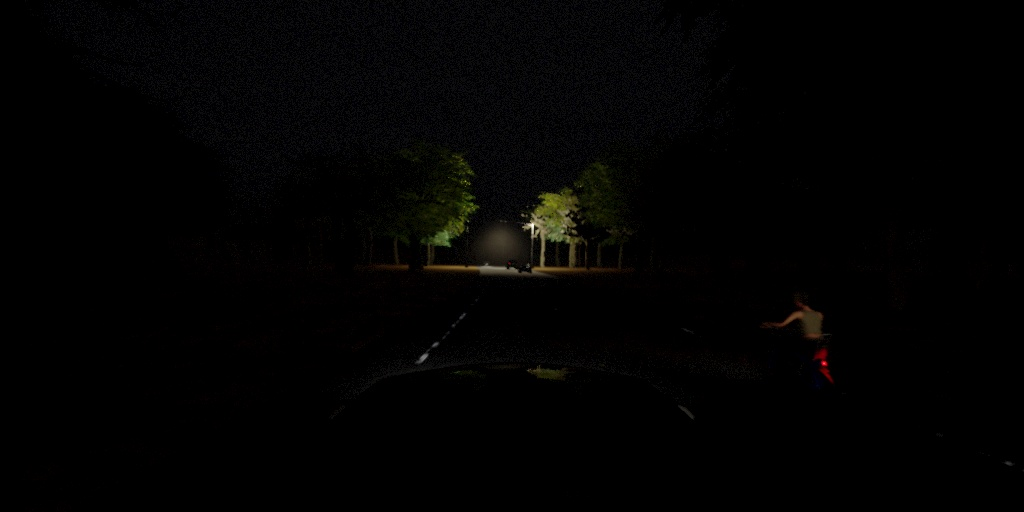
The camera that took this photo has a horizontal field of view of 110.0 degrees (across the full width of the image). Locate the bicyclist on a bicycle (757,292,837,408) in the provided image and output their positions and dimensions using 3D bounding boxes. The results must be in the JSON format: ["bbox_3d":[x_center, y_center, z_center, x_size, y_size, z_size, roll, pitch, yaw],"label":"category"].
[{"bbox_3d":[4.431,1.351,5.610,0.866,1.612,1.509,2,0,1],"label":"bicyclist on a bicycle"}]

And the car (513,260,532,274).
[{"bbox_3d":[1.914,1.877,55.388,2.128,1.511,4.902,1,0,-5],"label":"car"}]
